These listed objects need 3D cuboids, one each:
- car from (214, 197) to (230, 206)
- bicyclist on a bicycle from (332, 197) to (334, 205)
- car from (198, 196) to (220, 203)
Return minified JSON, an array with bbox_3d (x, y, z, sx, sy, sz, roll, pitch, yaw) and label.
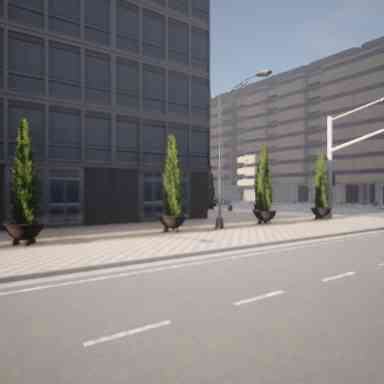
[{"bbox_3d":[4.128,1.436,52.130,1.994,1.385,4.181,0,0,-35],"label":"car"},{"bbox_3d":[20.201,1.152,48.376,1.656,1.620,0.582,0,0,-35],"label":"bicyclist on a bicycle"},{"bbox_3d":[3.300,1.458,65.687,1.895,1.301,4.718,0,0,-35],"label":"car"}]
